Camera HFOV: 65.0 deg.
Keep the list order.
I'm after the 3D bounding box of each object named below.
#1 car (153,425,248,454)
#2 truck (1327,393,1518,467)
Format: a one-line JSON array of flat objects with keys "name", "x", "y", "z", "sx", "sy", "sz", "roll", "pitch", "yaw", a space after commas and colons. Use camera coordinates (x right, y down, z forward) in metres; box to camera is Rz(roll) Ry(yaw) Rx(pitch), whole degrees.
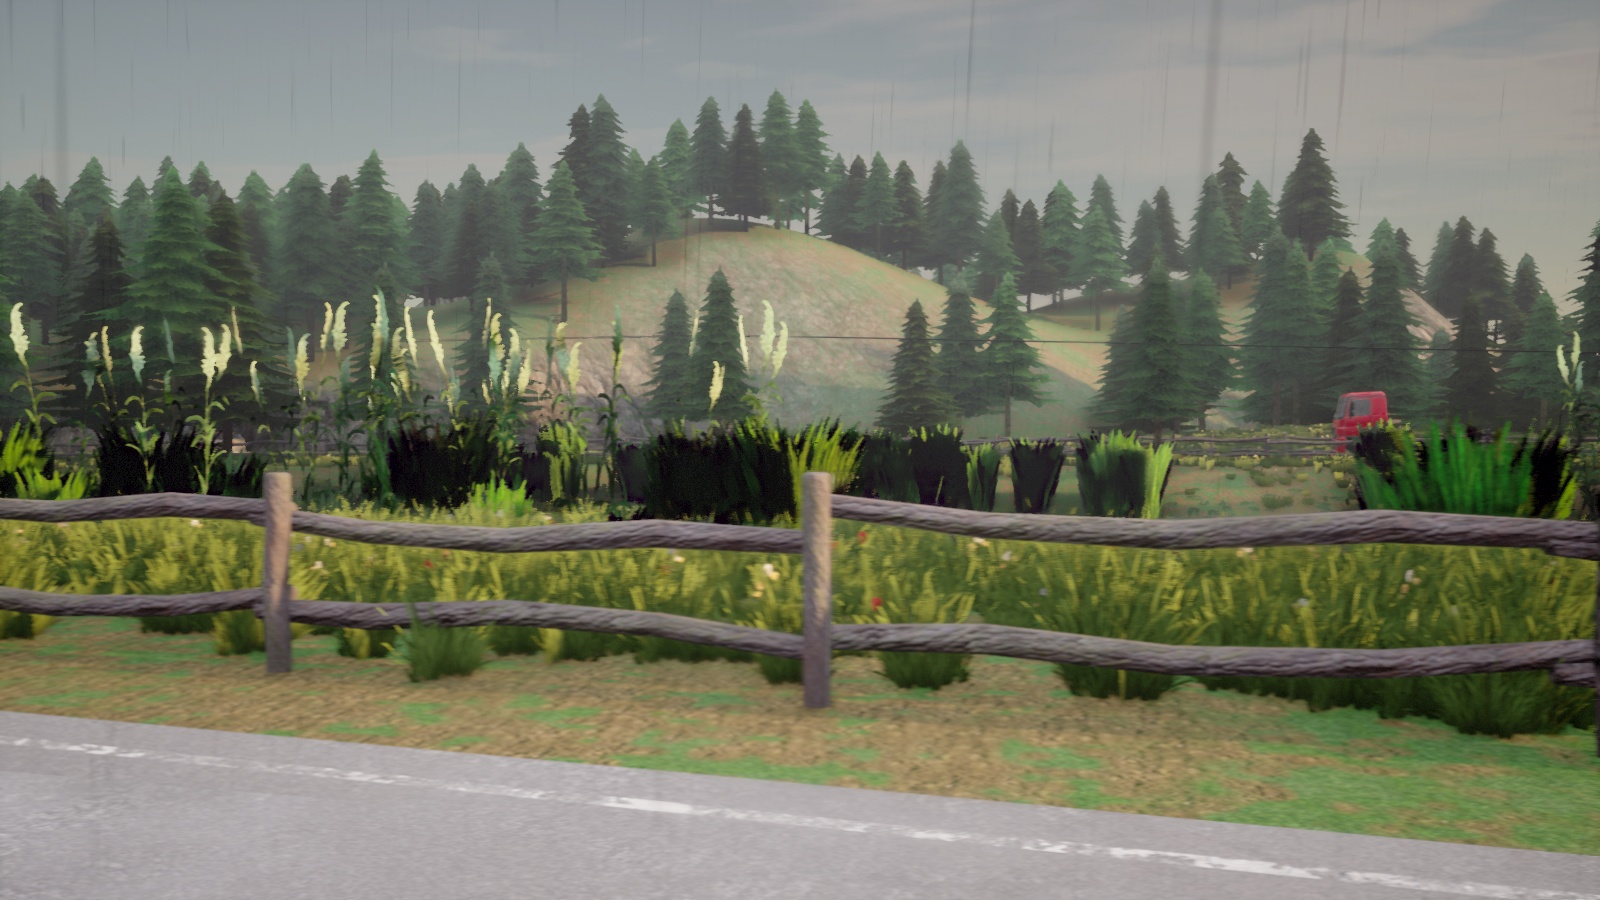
[{"name": "car", "x": -35.531, "y": -0.621, "z": 74.499, "sx": 4.611, "sy": 1.667, "sz": 2.242, "roll": 0, "pitch": 1, "yaw": 6}, {"name": "truck", "x": 30.191, "y": -0.989, "z": 61.309, "sx": 7.936, "sy": 3.462, "sz": 2.891, "roll": 0, "pitch": 1, "yaw": 17}]
